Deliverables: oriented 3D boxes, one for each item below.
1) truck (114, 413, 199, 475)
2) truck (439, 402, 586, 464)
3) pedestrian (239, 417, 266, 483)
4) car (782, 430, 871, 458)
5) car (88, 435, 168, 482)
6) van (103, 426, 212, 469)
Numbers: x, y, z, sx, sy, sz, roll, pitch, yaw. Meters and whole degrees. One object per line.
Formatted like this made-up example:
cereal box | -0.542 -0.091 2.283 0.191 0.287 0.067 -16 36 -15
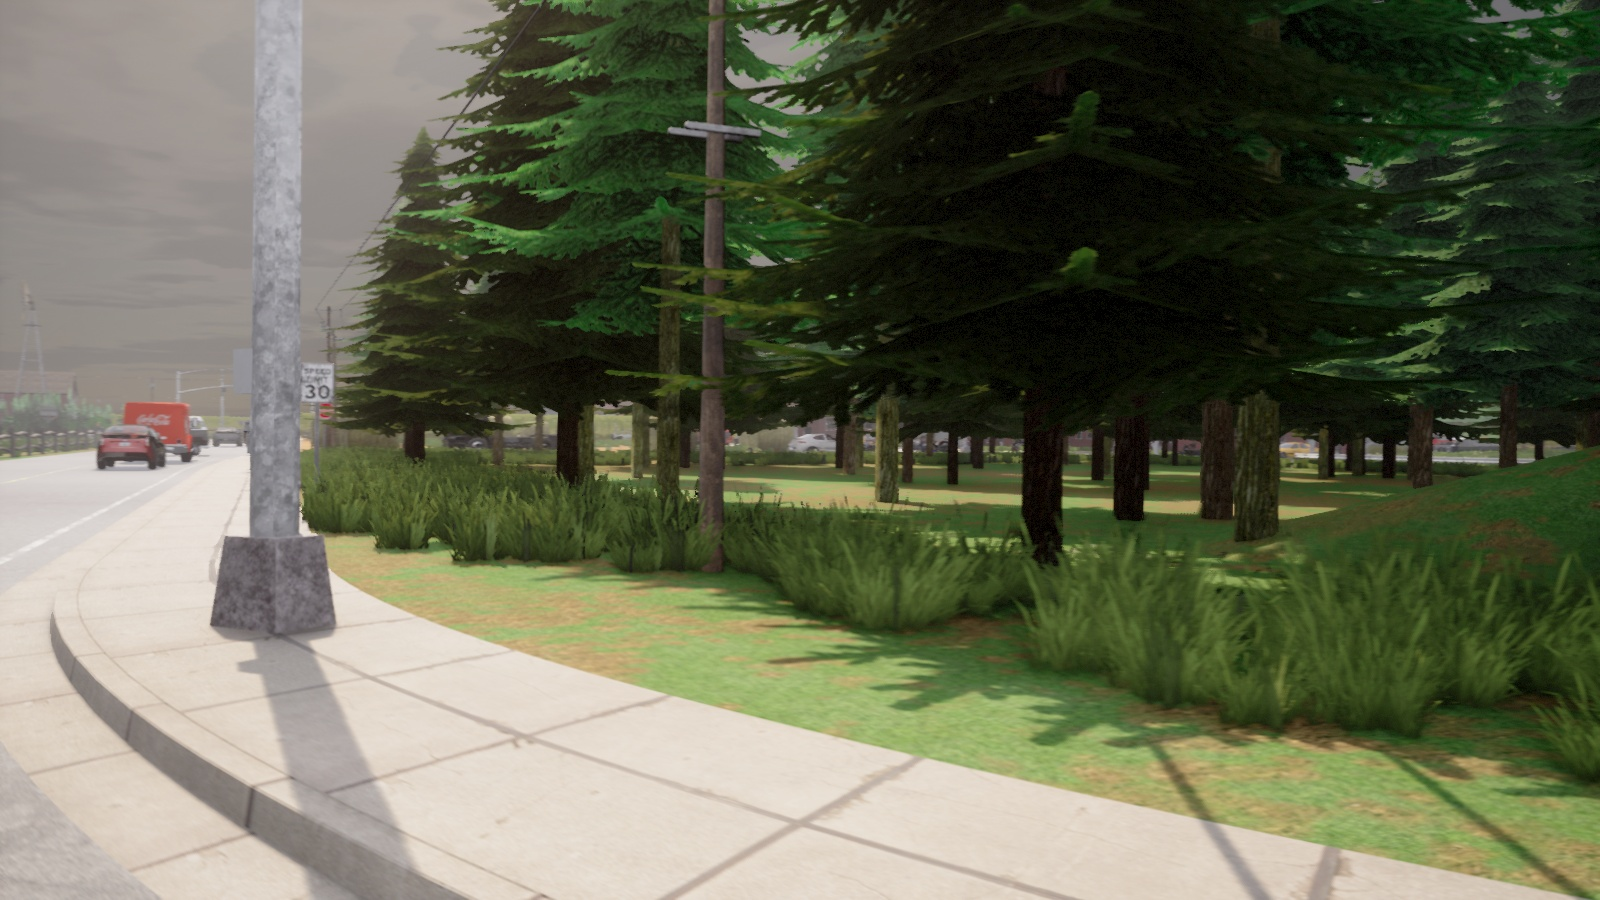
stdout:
truck | -26.779 -0.264 52.434 2.627 2.467 5.204 -1 1 -22
truck | -16.723 -1.020 73.082 7.936 3.462 2.891 -1 1 -24
pedestrian | -16.391 0.005 37.611 0.659 1.952 0.873 -1 1 -18
car | 1.622 -0.402 77.494 5.027 1.651 2.152 -1 1 -24
car | -23.322 0.257 43.727 2.007 1.525 4.514 -1 1 -22
van | -32.341 -0.145 63.317 2.069 2.038 4.480 -1 0 30
